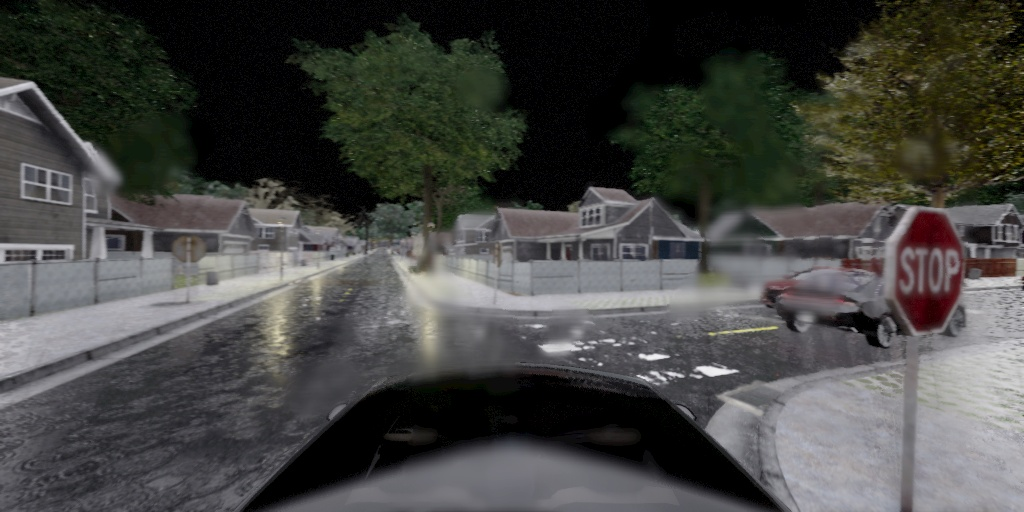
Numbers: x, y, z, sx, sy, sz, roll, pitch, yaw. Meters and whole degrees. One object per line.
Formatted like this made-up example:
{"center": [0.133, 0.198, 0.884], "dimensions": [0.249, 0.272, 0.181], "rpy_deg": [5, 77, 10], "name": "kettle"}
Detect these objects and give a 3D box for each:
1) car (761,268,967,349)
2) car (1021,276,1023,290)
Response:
{"center": [8.807, 1.185, 8.779], "dimensions": [4.902, 1.511, 2.128], "rpy_deg": [0, 1, -20], "name": "car"}
{"center": [30.516, 1.325, 19.773], "dimensions": [4.718, 1.301, 1.895], "rpy_deg": [0, 1, -20], "name": "car"}
